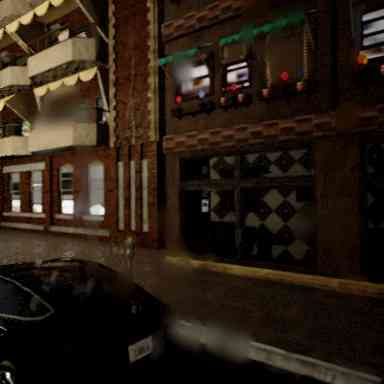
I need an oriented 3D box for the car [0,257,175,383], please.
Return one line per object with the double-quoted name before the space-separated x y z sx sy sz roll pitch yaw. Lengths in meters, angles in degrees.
"car" -2.187 1.565 4.457 4.313 1.339 1.947 0 -1 36
